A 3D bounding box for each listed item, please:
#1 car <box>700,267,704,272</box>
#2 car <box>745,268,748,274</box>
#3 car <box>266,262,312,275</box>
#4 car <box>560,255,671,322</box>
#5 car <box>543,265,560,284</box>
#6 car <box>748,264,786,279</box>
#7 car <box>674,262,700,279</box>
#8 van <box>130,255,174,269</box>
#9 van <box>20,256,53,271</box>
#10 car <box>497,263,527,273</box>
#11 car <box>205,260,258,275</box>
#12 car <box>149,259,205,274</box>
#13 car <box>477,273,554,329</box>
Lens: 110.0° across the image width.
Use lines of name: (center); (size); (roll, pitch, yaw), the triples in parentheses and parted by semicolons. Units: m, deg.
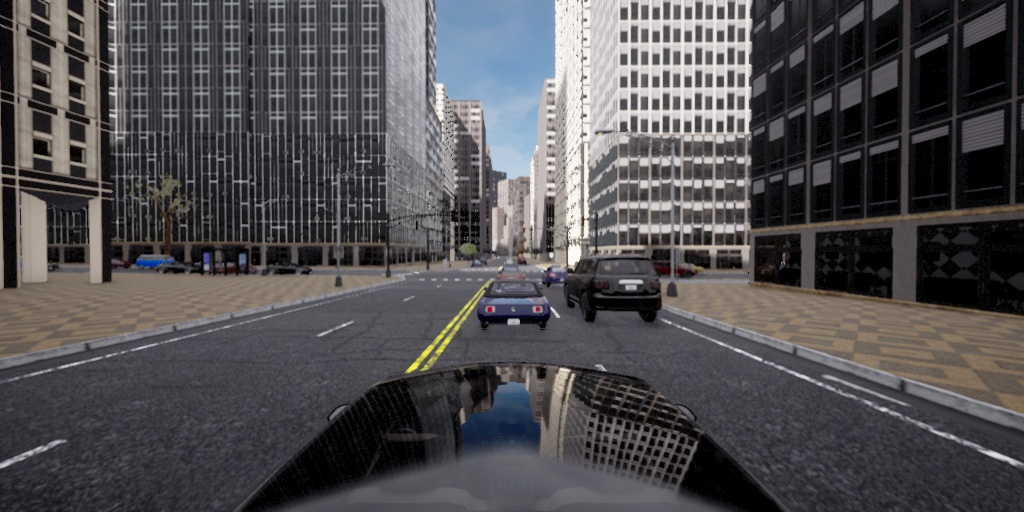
car: (21.495, 1.568, 45.092); (4.829, 1.417, 1.751); (0, 0, 1)
car: (30.347, 1.625, 42.397); (5.008, 1.535, 1.882); (0, 1, 1)
car: (-22.984, 1.321, 37.016); (4.313, 1.339, 1.948); (0, 0, 1)
car: (3.277, 1.008, 12.664); (2.150, 2.045, 5.566); (0, -1, -1)
car: (3.186, 1.360, 24.932); (1.812, 1.442, 4.674); (0, 0, 0)
car: (27.394, 1.716, 36.651); (4.829, 1.417, 1.751); (0, 0, 1)
car: (15.944, 1.409, 36.766); (5.009, 1.841, 2.192); (0, 0, 1)
van: (-45.603, 0.792, 45.822); (3.998, 1.789, 1.690); (0, 0, 1)
van: (-51.397, 0.841, 37.518); (3.998, 1.789, 1.690); (0, 0, 1)
car: (-0.063, 1.399, 24.919); (1.994, 1.385, 4.181); (0, 0, -1)
car: (-28.668, 1.287, 37.108); (4.207, 1.307, 1.802); (0, 0, 1)
car: (-34.350, 1.220, 37.241); (4.313, 1.339, 1.948); (0, 0, 1)
car: (0.034, 1.388, 11.319); (1.895, 1.301, 4.718); (0, 0, 0)
